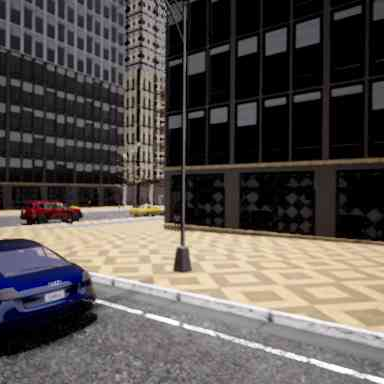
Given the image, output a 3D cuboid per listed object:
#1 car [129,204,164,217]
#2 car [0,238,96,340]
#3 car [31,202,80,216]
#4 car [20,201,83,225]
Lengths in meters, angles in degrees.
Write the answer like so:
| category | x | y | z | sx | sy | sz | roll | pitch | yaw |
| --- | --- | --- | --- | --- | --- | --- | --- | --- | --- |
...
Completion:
| category | x | y | z | sx | sy | sz | roll | pitch | yaw |
| --- | --- | --- | --- | --- | --- | --- | --- | --- | --- |
| car | -4.832 | 1.994 | 36.942 | 1.752 | 1.417 | 4.829 | 0 | 0 | 36 |
| car | -3.773 | 1.603 | 6.368 | 4.181 | 1.385 | 1.994 | 0 | 0 | 36 |
| car | -15.128 | 1.861 | 37.103 | 1.752 | 1.417 | 4.829 | 0 | 0 | 36 |
| car | -11.629 | 1.684 | 27.730 | 2.192 | 1.841 | 5.009 | 0 | 0 | 36 |
